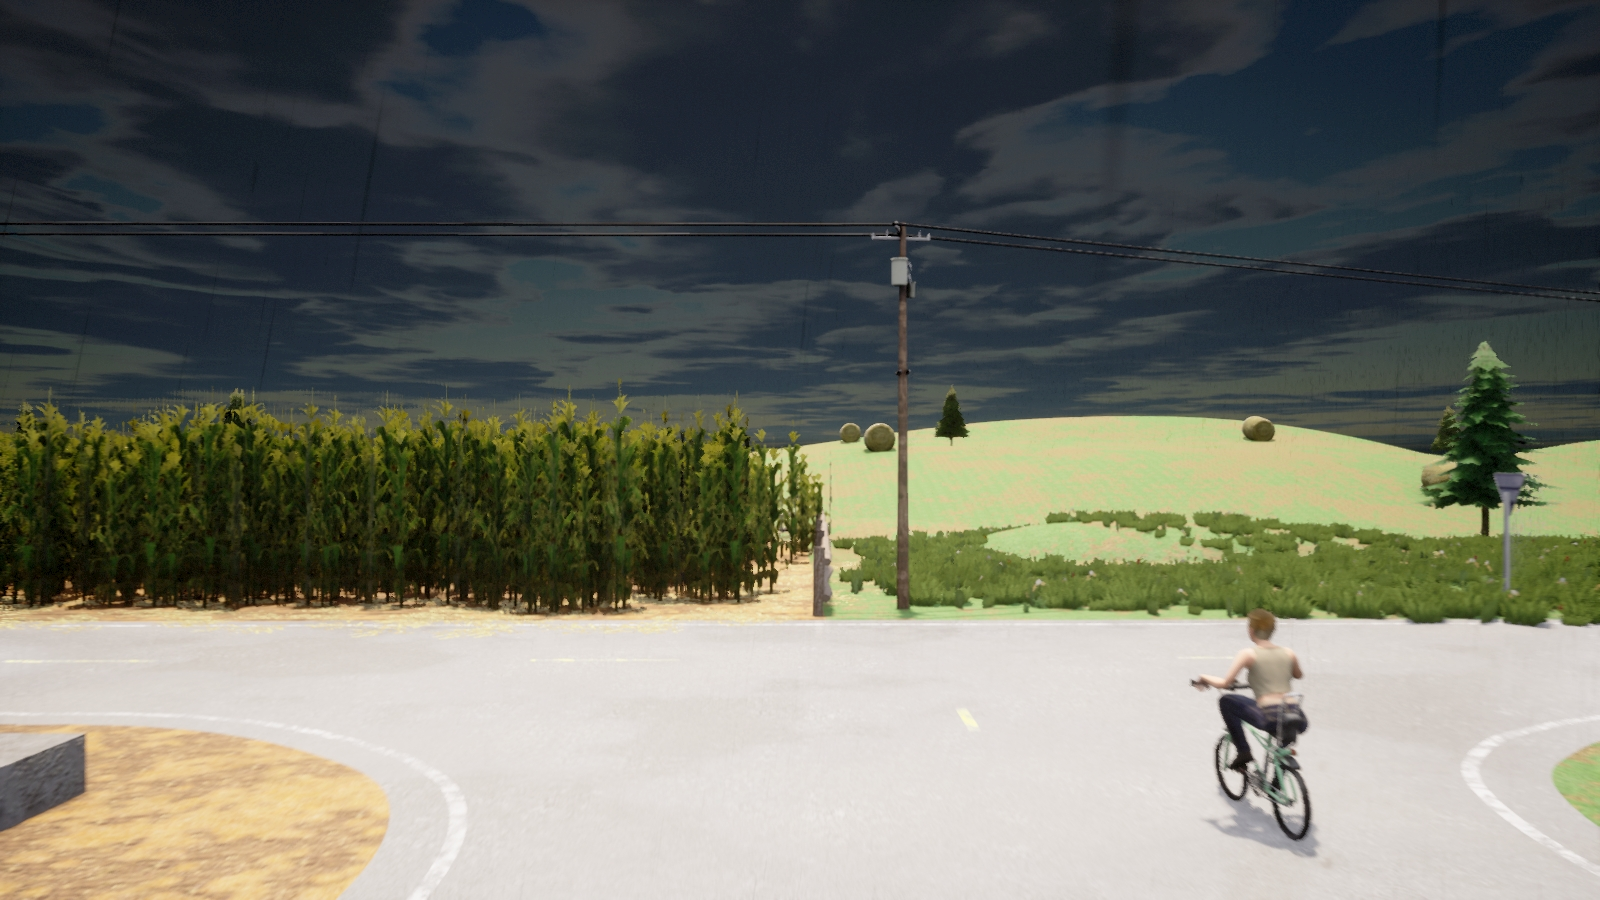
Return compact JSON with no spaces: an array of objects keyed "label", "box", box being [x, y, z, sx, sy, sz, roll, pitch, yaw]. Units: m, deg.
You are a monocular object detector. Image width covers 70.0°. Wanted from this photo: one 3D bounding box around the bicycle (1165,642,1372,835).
[{"label":"bicycle","box":[3.488,2.120,8.658,0.859,1.080,1.487,-1,-1,-4]}]
